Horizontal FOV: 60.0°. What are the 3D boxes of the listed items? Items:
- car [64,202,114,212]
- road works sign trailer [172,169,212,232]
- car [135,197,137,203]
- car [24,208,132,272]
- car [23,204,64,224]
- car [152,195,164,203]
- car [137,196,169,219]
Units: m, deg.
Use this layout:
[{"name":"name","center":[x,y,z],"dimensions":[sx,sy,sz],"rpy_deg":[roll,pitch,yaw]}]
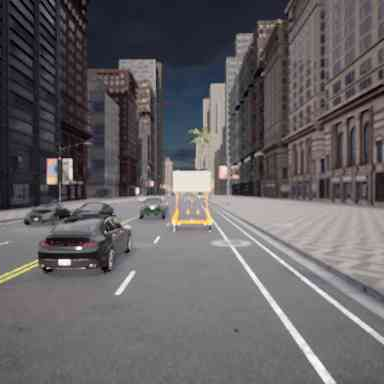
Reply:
[{"name":"car","center":[-6.602,1.437,22.505],"dimensions":[1.882,1.535,5.008],"rpy_deg":[0,0,0]},{"name":"road works sign trailer","center":[-0.004,0.428,19.942],"dimensions":[2.380,3.560,2.880],"rpy_deg":[0,0,0]},{"name":"car","center":[-9.777,1.430,64.896],"dimensions":[1.812,1.442,4.674],"rpy_deg":[0,0,0]},{"name":"car","center":[-3.152,1.485,10.641],"dimensions":[1.837,1.490,4.892],"rpy_deg":[0,0,0]},{"name":"car","center":[-9.852,1.523,23.001],"dimensions":[1.994,1.385,4.181],"rpy_deg":[0,0,0]},{"name":"car","center":[-6.527,1.430,64.896],"dimensions":[1.812,1.442,4.674],"rpy_deg":[0,0,0]},{"name":"car","center":[-3.154,1.302,28.650],"dimensions":[2.097,1.767,4.553],"rpy_deg":[0,0,0]}]
